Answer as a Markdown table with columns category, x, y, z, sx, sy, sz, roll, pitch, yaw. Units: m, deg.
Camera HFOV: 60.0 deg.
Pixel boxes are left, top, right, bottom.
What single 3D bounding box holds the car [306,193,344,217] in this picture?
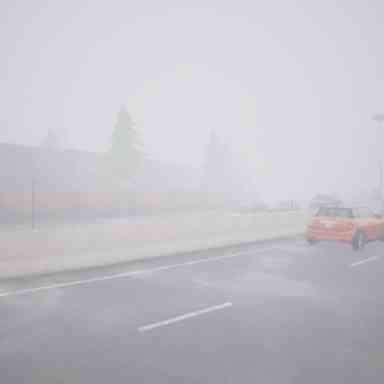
| category | x | y | z | sx | sy | sz | roll | pitch | yaw |
| --- | --- | --- | --- | --- | --- | --- | --- | --- | --- |
| car | 12.979 | 1.178 | 32.160 | 2.150 | 2.045 | 5.566 | 0 | 0 | 36 |

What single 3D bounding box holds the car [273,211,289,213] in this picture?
| category | x | y | z | sx | sy | sz | roll | pitch | yaw |
| --- | --- | --- | --- | --- | --- | --- | --- | --- | --- |
| car | 9.256 | 1.571 | 33.019 | 1.895 | 1.301 | 4.718 | 0 | 0 | 37 |

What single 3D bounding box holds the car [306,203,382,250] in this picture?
| category | x | y | z | sx | sy | sz | roll | pitch | yaw |
| --- | --- | --- | --- | --- | --- | --- | --- | --- | --- |
| car | 6.900 | 1.328 | 14.467 | 4.553 | 1.767 | 2.097 | 0 | 0 | -43 |

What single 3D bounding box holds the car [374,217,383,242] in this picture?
| category | x | y | z | sx | sy | sz | roll | pitch | yaw |
| --- | --- | --- | --- | --- | --- | --- | --- | --- | --- |
| car | 7.880 | 1.520 | 10.497 | 5.357 | 1.411 | 2.033 | 0 | 0 | -43 |
